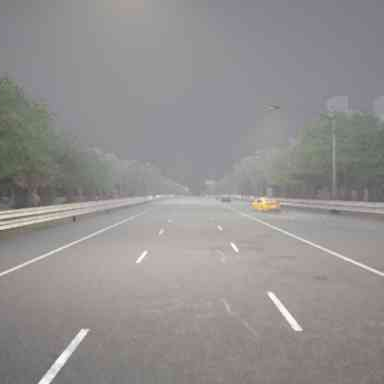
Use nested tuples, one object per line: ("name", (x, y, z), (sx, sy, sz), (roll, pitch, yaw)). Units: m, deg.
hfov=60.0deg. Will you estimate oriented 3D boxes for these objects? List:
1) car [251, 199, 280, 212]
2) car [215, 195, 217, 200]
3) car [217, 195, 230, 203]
("car", (8.440, 1.494, 38.526), (1.882, 1.535, 5.008), (0, 0, -9))
("car", (7.033, 1.537, 87.871), (2.033, 1.411, 5.357), (0, 0, 0))
("car", (6.996, 1.452, 70.498), (1.882, 1.535, 5.008), (0, 0, 0))
